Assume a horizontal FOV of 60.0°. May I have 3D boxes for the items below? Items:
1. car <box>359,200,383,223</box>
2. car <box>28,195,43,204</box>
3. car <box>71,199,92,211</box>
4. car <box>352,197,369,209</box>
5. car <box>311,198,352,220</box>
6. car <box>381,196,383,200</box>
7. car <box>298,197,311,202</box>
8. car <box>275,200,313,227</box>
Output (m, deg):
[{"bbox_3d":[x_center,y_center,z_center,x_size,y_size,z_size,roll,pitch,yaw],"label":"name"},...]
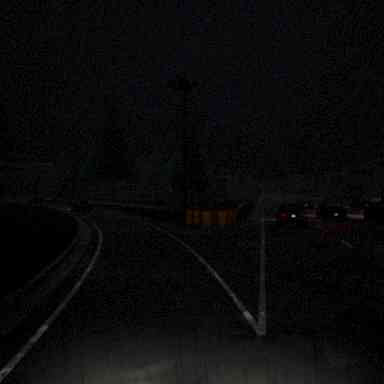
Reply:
[{"bbox_3d":[14.282,1.525,24.638,1.895,1.301,4.718,0,0,12],"label":"car"},{"bbox_3d":[-31.594,1.476,67.013,2.097,1.767,4.553,0,0,-38],"label":"car"},{"bbox_3d":[-14.284,1.614,42.823,1.994,1.385,4.181,0,0,-30],"label":"car"},{"bbox_3d":[21.700,1.409,42.651,1.812,1.442,4.674,0,0,12],"label":"car"},{"bbox_3d":[11.194,1.464,26.943,1.812,1.442,4.674,0,0,12],"label":"car"},{"bbox_3d":[24.741,1.092,40.192,2.150,2.045,5.566,0,0,12],"label":"car"},{"bbox_3d":[14.856,1.440,44.120,1.812,1.442,4.674,0,0,12],"label":"car"},{"bbox_3d":[6.714,1.508,22.715,2.033,1.411,5.357,0,0,12],"label":"car"}]
